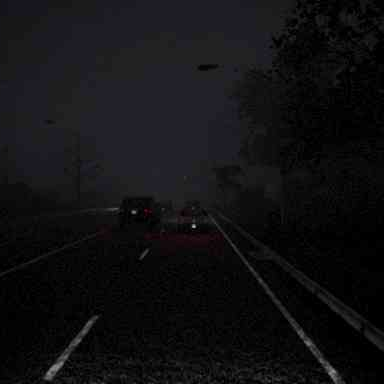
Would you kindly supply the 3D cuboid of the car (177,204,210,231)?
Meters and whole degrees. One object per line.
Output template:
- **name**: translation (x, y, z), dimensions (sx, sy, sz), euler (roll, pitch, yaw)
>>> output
- **car**: translation (0.106, 1.658, 20.961), dimensions (1.895, 1.301, 4.718), euler (0, 0, 0)

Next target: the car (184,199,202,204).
- **car**: translation (0.111, 1.617, 40.682), dimensions (1.837, 1.490, 4.892), euler (0, 0, 0)

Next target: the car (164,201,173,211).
- **car**: translation (-3.389, 1.716, 41.614), dimensions (1.895, 1.301, 4.718), euler (0, 0, 0)

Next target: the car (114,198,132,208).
- **car**: translation (-10.487, 1.685, 51.149), dimensions (1.812, 1.442, 4.674), euler (0, 0, 0)

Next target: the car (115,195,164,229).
- **car**: translation (-3.395, 1.283, 22.192), dimensions (2.150, 2.045, 5.566), euler (0, 0, 0)

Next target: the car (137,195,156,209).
- **car**: translation (-6.987, 1.472, 51.130), dimensions (2.150, 2.045, 5.566), euler (0, 0, 0)
